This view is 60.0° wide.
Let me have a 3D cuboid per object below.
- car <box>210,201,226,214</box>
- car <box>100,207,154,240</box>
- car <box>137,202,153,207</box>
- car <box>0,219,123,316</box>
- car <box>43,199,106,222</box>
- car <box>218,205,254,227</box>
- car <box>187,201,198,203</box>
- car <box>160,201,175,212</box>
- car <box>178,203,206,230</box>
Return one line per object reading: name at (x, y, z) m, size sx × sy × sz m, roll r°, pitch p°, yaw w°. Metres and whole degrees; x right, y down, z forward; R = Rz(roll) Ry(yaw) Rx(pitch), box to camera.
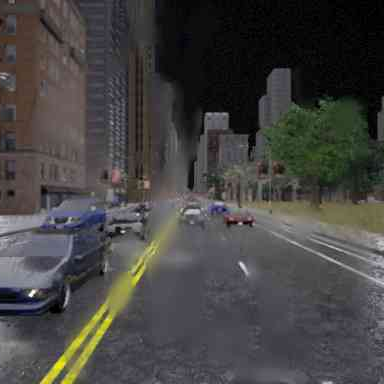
car at (3.318, 1.938, 42.316) m, size 1.882 × 1.535 × 5.008 m, roll 0°, pitch -1°, yaw 0°
car at (-3.324, 1.761, 18.113) m, size 1.994 × 1.385 × 4.181 m, roll 0°, pitch -1°, yaw 0°
car at (-6.576, 2.076, 46.820) m, size 1.994 × 1.385 × 4.181 m, roll 0°, pitch -1°, yaw 0°
car at (-3.350, 1.637, 8.130) m, size 2.033 × 1.411 × 5.357 m, roll 0°, pitch -1°, yaw 0°
car at (-6.560, 1.432, 19.346) m, size 2.150 × 2.045 × 5.566 m, roll 0°, pitch -1°, yaw 0°
car at (3.279, 1.868, 24.666) m, size 1.895 × 1.301 × 4.718 m, roll 0°, pitch -1°, yaw 0°
car at (0.068, 1.956, 41.544) m, size 1.837 × 1.490 × 4.892 m, roll 0°, pitch -1°, yaw 0°
car at (-3.329, 2.029, 46.183) m, size 1.812 × 1.442 × 4.674 m, roll 0°, pitch -1°, yaw 0°
car at (0.019, 1.779, 23.354) m, size 1.812 × 1.442 × 4.674 m, roll 0°, pitch 0°, yaw 1°
